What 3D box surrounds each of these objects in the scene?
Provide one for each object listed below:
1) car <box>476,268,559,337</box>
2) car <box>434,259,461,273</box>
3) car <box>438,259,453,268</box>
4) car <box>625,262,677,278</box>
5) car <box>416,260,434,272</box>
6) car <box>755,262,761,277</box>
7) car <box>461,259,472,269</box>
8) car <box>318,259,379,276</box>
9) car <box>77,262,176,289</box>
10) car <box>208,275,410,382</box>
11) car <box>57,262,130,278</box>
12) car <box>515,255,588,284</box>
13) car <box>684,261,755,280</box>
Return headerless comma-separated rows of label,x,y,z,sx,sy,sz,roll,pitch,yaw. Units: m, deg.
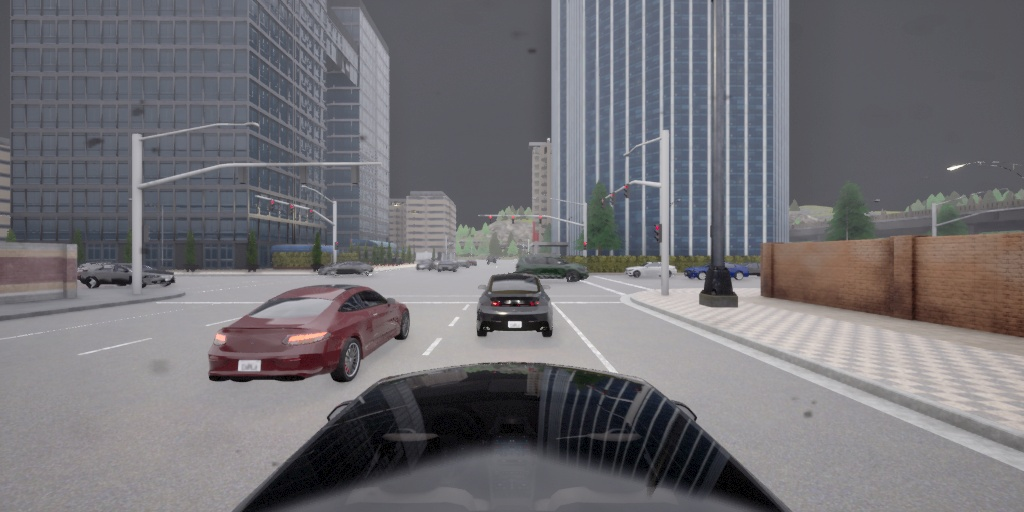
car,0.065,1.255,10.275,1.837,1.490,4.892,0,0,0
car,-7.798,1.313,43.472,1.994,1.385,4.181,0,0,-1
car,-11.582,1.313,62.699,1.994,1.385,4.181,0,0,0
car,13.030,1.276,33.763,4.674,1.442,1.812,0,0,1
car,-11.372,1.241,47.470,2.128,1.511,4.902,0,0,-1
car,22.616,1.297,33.867,5.357,1.411,2.033,0,0,-1
car,-8.027,1.275,57.966,1.812,1.442,4.674,0,0,-1
car,-15.819,1.241,34.444,4.902,1.511,2.128,0,1,-32
car,-24.228,1.241,22.716,4.902,1.511,2.128,0,0,0
car,-3.437,1.276,7.010,1.812,1.442,4.674,0,0,0
car,-38.776,1.275,33.302,4.674,1.442,1.812,0,0,0
car,2.949,0.971,27.256,5.566,2.045,2.150,0,1,16
car,17.212,1.228,30.319,5.008,1.535,1.882,0,0,0
